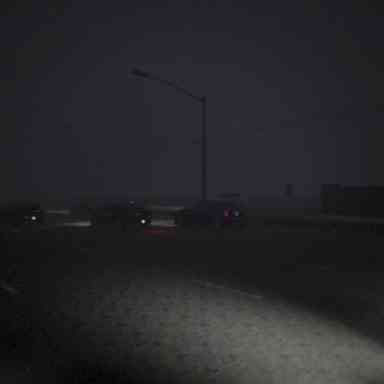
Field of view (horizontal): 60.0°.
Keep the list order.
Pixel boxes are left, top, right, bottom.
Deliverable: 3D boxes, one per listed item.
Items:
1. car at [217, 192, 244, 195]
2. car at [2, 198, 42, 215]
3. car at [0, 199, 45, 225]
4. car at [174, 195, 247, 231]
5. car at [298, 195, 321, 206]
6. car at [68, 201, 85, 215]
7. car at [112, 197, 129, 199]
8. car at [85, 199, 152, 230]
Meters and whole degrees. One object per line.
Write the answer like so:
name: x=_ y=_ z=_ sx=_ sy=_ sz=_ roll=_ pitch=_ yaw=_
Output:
car: x=4.271 y=1.005 z=42.941 sx=5.566 sy=2.045 sz=2.150 roll=0 pitch=0 yaw=-17
car: x=-17.292 y=1.418 z=33.679 sx=2.033 sy=1.411 sz=5.357 roll=0 pitch=0 yaw=-44
car: x=-11.895 y=1.415 z=23.166 sx=1.837 sy=1.490 sz=4.892 roll=0 pitch=0 yaw=-44
car: x=0.985 y=1.251 z=20.018 sx=2.097 sy=1.767 sz=4.553 roll=0 pitch=0 yaw=-45
car: x=17.527 y=1.208 z=47.410 sx=5.008 sy=1.535 sz=1.882 roll=0 pitch=0 yaw=-19
car: x=-9.717 y=1.468 z=30.950 sx=1.895 sy=1.301 sz=4.718 roll=0 pitch=0 yaw=-44
car: x=-9.303 y=1.342 z=41.309 sx=4.674 sy=1.442 sz=1.812 roll=0 pitch=0 yaw=4
car: x=-4.465 y=1.412 z=20.587 sx=1.837 sy=1.490 sz=4.892 roll=0 pitch=0 yaw=-44
